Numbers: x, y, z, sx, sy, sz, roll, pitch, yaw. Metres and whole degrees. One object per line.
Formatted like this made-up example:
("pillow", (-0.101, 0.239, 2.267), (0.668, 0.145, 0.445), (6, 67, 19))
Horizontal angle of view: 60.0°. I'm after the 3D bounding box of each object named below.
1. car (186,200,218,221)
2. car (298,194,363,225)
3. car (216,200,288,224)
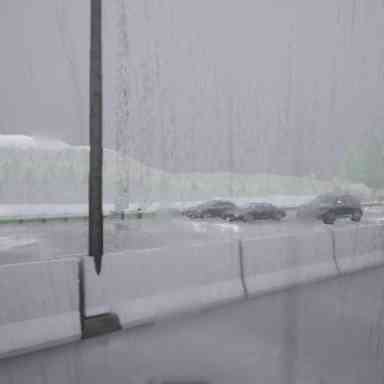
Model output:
("car", (1.791, 1.425, 26.573), (4.892, 1.490, 1.837), (0, 0, -35))
("car", (9.963, 1.163, 23.733), (5.566, 2.045, 2.150), (0, 0, -35))
("car", (4.651, 1.478, 24.303), (5.357, 1.411, 2.033), (0, 0, -35))
